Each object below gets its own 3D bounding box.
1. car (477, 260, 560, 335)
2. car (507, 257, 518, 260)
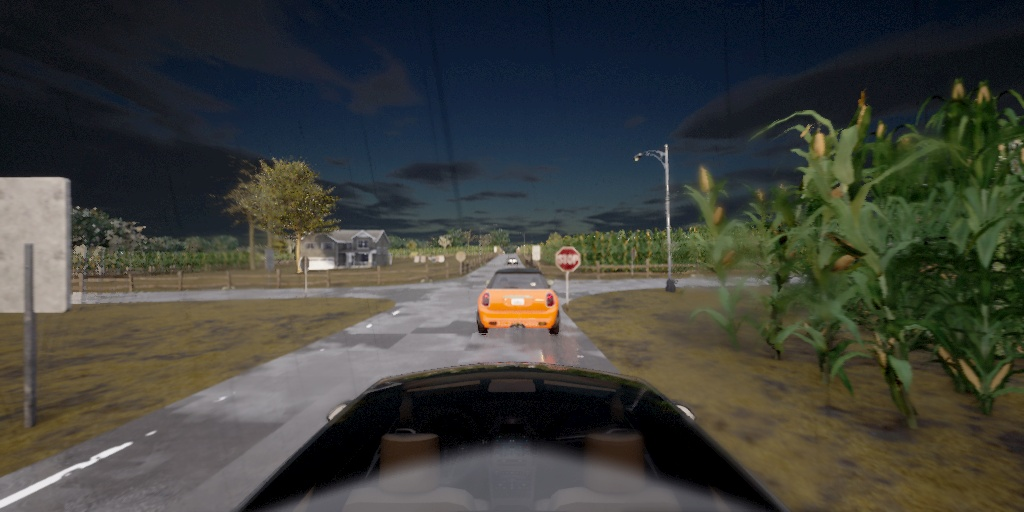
[{"bbox_3d":[0.237,1.130,10.840,2.097,1.767,4.553,0,0,2],"label":"car"},{"bbox_3d":[0.107,0.814,63.449,1.895,1.301,4.718,0,1,0],"label":"car"}]
